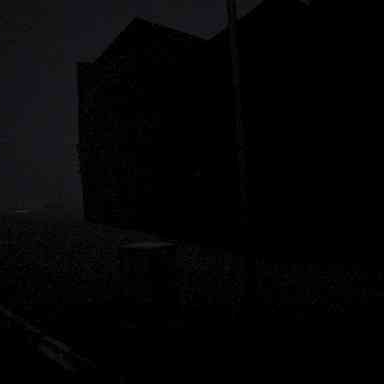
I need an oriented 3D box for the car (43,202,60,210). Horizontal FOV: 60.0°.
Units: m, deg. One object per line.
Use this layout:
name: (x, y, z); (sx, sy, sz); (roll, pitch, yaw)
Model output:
car: (-26.366, 2.585, 62.951); (1.882, 1.535, 5.008); (-4, -1, 3)
